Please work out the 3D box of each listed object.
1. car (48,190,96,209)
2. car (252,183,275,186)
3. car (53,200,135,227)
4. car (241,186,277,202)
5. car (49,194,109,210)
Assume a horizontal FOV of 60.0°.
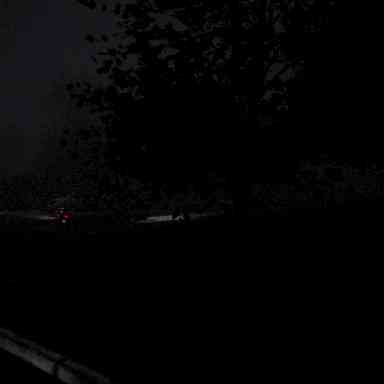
[{"bbox_3d":[-10.631,0.866,31.681,5.566,2.045,2.150,-2,2,-39],"label":"car"},{"bbox_3d":[8.962,-0.097,45.088,5.566,2.045,2.150,-3,2,-29],"label":"car"},{"bbox_3d":[-6.130,1.444,21.673,4.718,1.301,1.895,-1,2,-42],"label":"car"},{"bbox_3d":[8.163,0.409,40.616,4.674,1.442,1.812,-4,2,-30],"label":"car"},{"bbox_3d":[-9.116,1.216,28.349,4.892,1.490,1.837,-2,2,-40],"label":"car"}]
